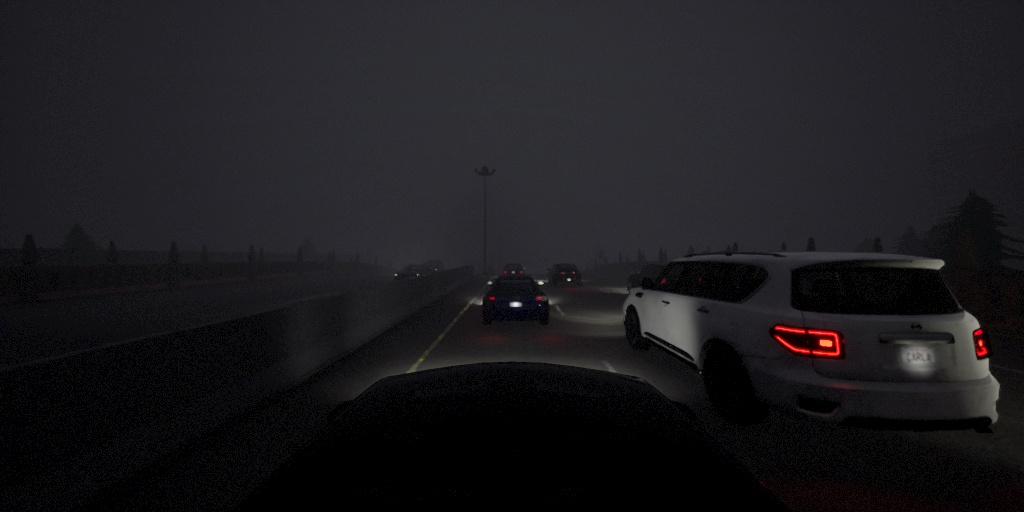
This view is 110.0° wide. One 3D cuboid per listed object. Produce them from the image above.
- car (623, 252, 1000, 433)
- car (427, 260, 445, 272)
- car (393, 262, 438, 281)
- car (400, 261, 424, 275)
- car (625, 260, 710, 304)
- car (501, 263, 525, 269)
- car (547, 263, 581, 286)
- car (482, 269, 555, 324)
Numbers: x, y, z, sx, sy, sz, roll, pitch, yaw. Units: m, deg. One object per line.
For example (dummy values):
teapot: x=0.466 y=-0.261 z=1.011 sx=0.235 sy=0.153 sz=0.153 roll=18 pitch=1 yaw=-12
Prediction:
car: x=3.602 y=0.971 z=5.867 sx=2.150 sy=2.045 sz=5.566 roll=0 pitch=0 yaw=0
car: x=-10.526 y=1.480 z=48.577 sx=2.150 sy=2.045 sz=5.566 roll=0 pitch=-4 yaw=1
car: x=-7.087 y=1.340 z=26.310 sx=1.895 sy=1.301 sz=4.718 roll=0 pitch=0 yaw=0
car: x=-14.021 y=1.757 z=50.744 sx=2.097 sy=1.767 sz=4.553 roll=0 pitch=-4 yaw=0
car: x=7.101 y=1.097 z=16.998 sx=2.097 sy=1.767 sz=4.553 roll=0 pitch=0 yaw=0
car: x=0.101 y=1.286 z=29.676 sx=2.033 sy=1.411 sz=5.357 roll=0 pitch=0 yaw=0
car: x=3.600 y=1.246 z=25.052 sx=1.837 sy=1.490 sz=4.892 roll=0 pitch=0 yaw=0
car: x=0.103 y=1.310 z=11.896 sx=1.994 sy=1.385 sz=4.181 roll=0 pitch=0 yaw=0
